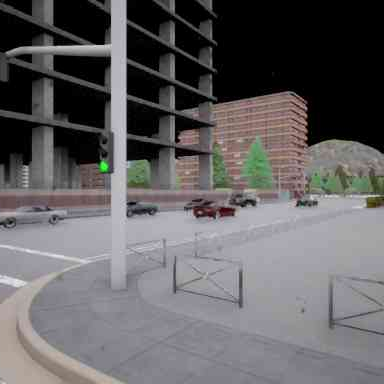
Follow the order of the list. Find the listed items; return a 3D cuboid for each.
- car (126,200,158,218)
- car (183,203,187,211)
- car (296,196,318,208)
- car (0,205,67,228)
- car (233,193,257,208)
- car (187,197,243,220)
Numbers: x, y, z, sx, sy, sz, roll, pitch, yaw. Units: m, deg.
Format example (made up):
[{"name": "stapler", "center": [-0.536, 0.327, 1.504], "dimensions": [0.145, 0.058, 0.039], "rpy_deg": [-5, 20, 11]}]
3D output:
[{"name": "car", "center": [-5.042, 1.470, 30.019], "dimensions": [1.812, 1.442, 4.674], "rpy_deg": [0, 0, 36]}, {"name": "car", "center": [0.953, 1.449, 38.483], "dimensions": [1.837, 1.490, 4.892], "rpy_deg": [0, 0, 35]}, {"name": "car", "center": [16.869, 1.297, 48.509], "dimensions": [2.097, 1.767, 4.553], "rpy_deg": [0, 0, 35]}, {"name": "car", "center": [-10.817, 1.545, 21.886], "dimensions": [1.895, 1.301, 4.718], "rpy_deg": [0, 0, 35]}, {"name": "car", "center": [7.268, 1.165, 47.323], "dimensions": [2.150, 2.045, 5.566], "rpy_deg": [0, 0, 35]}, {"name": "car", "center": [2.042, 1.422, 27.571], "dimensions": [1.882, 1.535, 5.008], "rpy_deg": [0, 0, 35]}]
